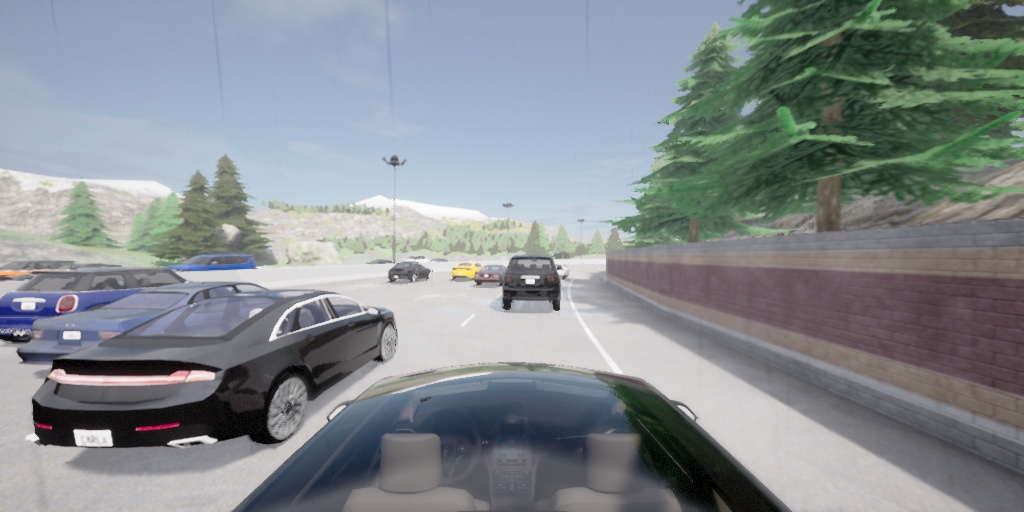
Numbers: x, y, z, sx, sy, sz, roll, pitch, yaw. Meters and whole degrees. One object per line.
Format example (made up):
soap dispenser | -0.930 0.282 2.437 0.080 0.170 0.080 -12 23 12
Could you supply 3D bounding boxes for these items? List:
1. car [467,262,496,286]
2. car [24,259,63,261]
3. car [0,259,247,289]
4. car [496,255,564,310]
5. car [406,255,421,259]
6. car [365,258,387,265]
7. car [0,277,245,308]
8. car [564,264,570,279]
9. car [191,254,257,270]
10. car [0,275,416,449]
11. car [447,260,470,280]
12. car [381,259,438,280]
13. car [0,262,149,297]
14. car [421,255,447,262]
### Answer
car | -1.167 1.295 25.080 2.033 1.411 5.357 0 0 11
car | -26.848 1.015 19.860 2.097 1.767 4.553 0 0 7
car | -10.040 1.070 9.650 2.097 1.767 4.553 0 0 3
car | 0.916 0.975 15.037 2.150 2.045 5.566 0 0 6
car | -16.402 0.922 60.502 2.150 2.045 5.566 0 0 22
car | -21.336 1.161 57.412 1.882 1.535 5.008 0 0 21
car | -6.677 1.276 8.056 2.033 1.411 5.357 0 0 3
car | 4.160 1.291 32.932 1.812 1.442 4.674 0 0 14
car | -19.375 0.911 23.166 2.150 2.045 5.566 0 0 9
car | -3.251 1.231 5.271 2.128 1.511 4.902 0 0 2
car | -3.551 1.218 30.699 1.882 1.535 5.008 0 0 12
car | -7.743 1.231 27.683 1.837 1.490 4.892 0 0 10
car | -23.379 1.152 19.481 1.882 1.535 5.008 0 0 8
car | -12.677 1.064 60.330 2.097 1.767 4.553 0 0 23
